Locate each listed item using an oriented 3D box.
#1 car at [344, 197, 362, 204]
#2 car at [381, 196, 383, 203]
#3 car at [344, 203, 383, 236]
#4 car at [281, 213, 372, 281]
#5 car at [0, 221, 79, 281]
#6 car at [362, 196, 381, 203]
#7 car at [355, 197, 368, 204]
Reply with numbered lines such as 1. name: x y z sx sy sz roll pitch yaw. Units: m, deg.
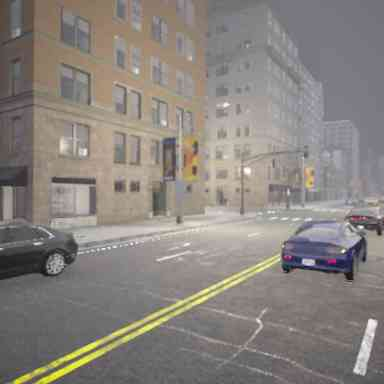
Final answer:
1. car: 29.302 1.768 61.086 2.128 1.511 4.902 0 0 33
2. car: 40.378 1.671 72.178 2.097 1.767 4.553 0 0 33
3. car: 10.042 1.588 19.221 1.837 1.490 4.892 0 0 33
4. car: 4.108 1.567 10.065 1.812 1.442 4.674 0 0 33
5. car: -5.131 1.526 8.136 1.837 1.490 4.892 0 -1 33
6. car: 32.041 1.743 59.339 1.882 1.535 5.008 0 0 33
7. car: 37.766 1.857 74.125 2.033 1.411 5.357 0 0 33
